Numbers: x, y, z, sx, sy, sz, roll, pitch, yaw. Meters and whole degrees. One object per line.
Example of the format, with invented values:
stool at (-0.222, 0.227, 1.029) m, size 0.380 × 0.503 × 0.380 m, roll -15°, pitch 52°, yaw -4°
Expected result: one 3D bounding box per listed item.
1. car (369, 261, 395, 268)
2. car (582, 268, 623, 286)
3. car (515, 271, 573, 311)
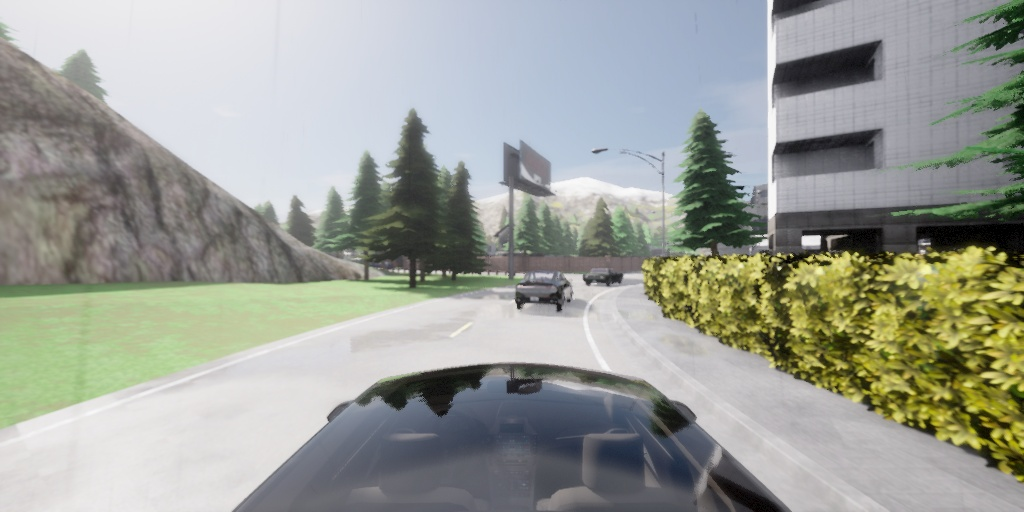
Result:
car at (-21.740, 1.579, 59.255) m, size 5.357 × 1.411 × 2.033 m, roll 0°, pitch -1°, yaw 32°
car at (7.295, 1.618, 28.333) m, size 1.895 × 1.301 × 4.718 m, roll 0°, pitch -1°, yaw 33°
car at (1.476, 1.373, 15.386) m, size 2.128 × 1.511 × 4.902 m, roll 0°, pitch 0°, yaw 16°
